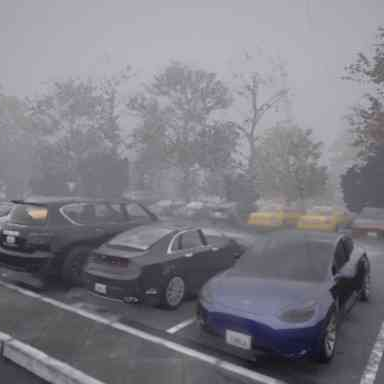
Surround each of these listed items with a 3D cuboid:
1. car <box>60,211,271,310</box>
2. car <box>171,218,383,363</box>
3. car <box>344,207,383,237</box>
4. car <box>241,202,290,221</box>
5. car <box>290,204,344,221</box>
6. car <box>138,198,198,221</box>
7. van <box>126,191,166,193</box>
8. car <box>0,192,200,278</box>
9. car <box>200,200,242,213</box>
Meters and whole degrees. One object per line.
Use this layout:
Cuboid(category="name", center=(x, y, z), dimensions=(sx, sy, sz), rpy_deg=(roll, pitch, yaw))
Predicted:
Cuboid(category="car", center=(-0.223, 1.457, 7.930), dimensions=(2.231, 1.521, 4.892), rpy_deg=(1, 1, 36))
Cuboid(category="car", center=(2.011, 1.522, 6.278), dimensions=(2.163, 1.488, 4.792), rpy_deg=(1, 0, 36))
Cuboid(category="car", center=(9.556, 1.514, 16.964), dimensions=(2.163, 1.488, 4.792), rpy_deg=(1, 1, 36))
Cuboid(category="car", center=(5.273, 1.400, 20.342), dimensions=(1.946, 1.575, 5.366), rpy_deg=(1, 1, 36))
Cuboid(category="car", center=(7.534, 1.447, 18.699), dimensions=(1.946, 1.575, 5.366), rpy_deg=(1, 1, 36))
Cuboid(category="car", center=(-1.700, 1.245, 25.185), dimensions=(2.002, 1.452, 4.674), rpy_deg=(2, 1, 36))
Cuboid(category="van", center=(-3.932, 0.912, 26.648), dimensions=(1.878, 1.987, 4.442), rpy_deg=(2, 2, 36))
Cuboid(category="car", center=(-2.455, 1.158, 9.595), dimensions=(2.435, 2.045, 5.566), rpy_deg=(1, 1, 36))
Cuboid(category="car", center=(2.923, 1.376, 21.857), dimensions=(2.163, 1.488, 4.792), rpy_deg=(2, 1, 36))
